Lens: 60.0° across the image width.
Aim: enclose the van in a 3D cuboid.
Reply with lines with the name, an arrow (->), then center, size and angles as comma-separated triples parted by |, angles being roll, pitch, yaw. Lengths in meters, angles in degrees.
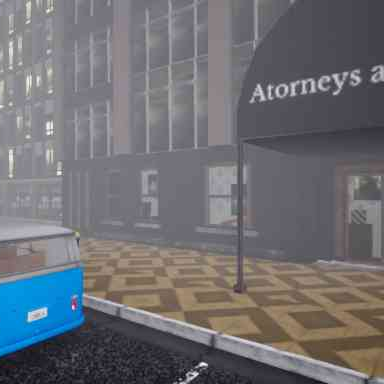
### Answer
van -> -3.497, 1.341, 5.359 | 3.998, 1.788, 1.690 | 0, 0, 35
